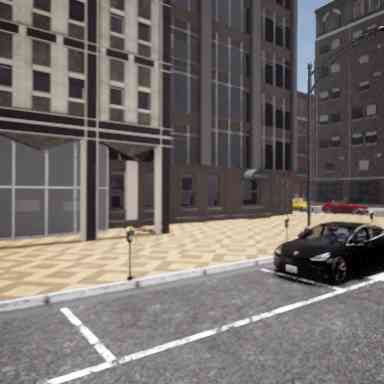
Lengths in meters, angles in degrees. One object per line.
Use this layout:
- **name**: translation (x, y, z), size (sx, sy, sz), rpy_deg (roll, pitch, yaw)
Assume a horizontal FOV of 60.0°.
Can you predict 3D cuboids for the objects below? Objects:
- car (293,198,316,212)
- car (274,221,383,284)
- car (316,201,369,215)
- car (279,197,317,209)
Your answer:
- **car**: translation (11.151, 1.422, 35.726), size (1.752, 1.417, 4.829), rpy_deg (0, 0, -36)
- **car**: translation (4.271, 1.554, 9.602), size (4.313, 1.339, 1.947), rpy_deg (0, 0, -36)
- **car**: translation (14.352, 1.490, 31.262), size (1.802, 1.307, 4.206), rpy_deg (0, 0, -36)
- **car**: translation (14.462, 1.442, 45.488), size (1.752, 1.417, 4.829), rpy_deg (0, 0, -36)
